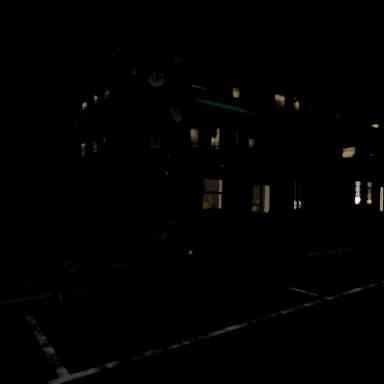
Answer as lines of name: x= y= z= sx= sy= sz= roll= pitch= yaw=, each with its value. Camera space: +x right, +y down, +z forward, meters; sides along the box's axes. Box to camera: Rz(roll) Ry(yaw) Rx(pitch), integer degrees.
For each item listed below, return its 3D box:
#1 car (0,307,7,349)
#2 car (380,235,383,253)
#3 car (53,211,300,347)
car: x=-4.609 y=1.507 z=3.261 sx=4.829 sy=1.417 sz=1.752 roll=1 pitch=0 yaw=-36
car: x=9.038 y=1.724 z=13.005 sx=4.206 sy=1.307 sz=1.802 roll=1 pitch=0 yaw=-36
car: x=0.036 y=1.350 z=6.575 sx=5.009 sy=1.841 sz=2.192 roll=1 pitch=0 yaw=-36
